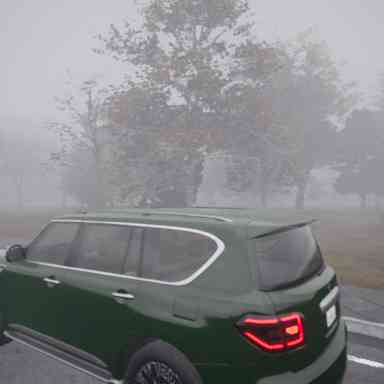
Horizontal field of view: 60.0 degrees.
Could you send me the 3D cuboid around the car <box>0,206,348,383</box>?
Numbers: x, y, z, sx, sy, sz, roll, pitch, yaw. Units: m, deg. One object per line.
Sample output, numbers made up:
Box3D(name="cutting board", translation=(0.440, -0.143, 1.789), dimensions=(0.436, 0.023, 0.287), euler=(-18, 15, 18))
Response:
Box3D(name="car", translation=(-0.921, 1.220, 4.588), dimensions=(5.566, 2.045, 2.150), euler=(0, 0, 35))
